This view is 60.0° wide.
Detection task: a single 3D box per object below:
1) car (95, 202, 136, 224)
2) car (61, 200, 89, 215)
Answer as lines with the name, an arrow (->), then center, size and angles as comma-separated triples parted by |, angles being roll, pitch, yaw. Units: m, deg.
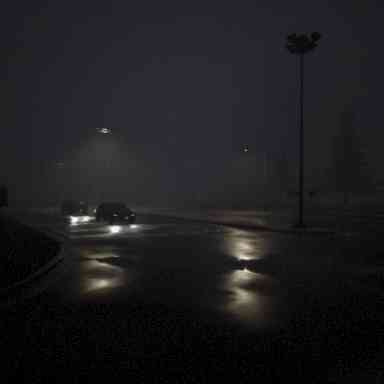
car -> -6.075, 1.602, 25.919 | 1.837, 1.490, 4.892 | 1, 0, -35
car -> -12.384, 1.590, 35.035 | 2.128, 1.511, 4.902 | 1, 0, -34
